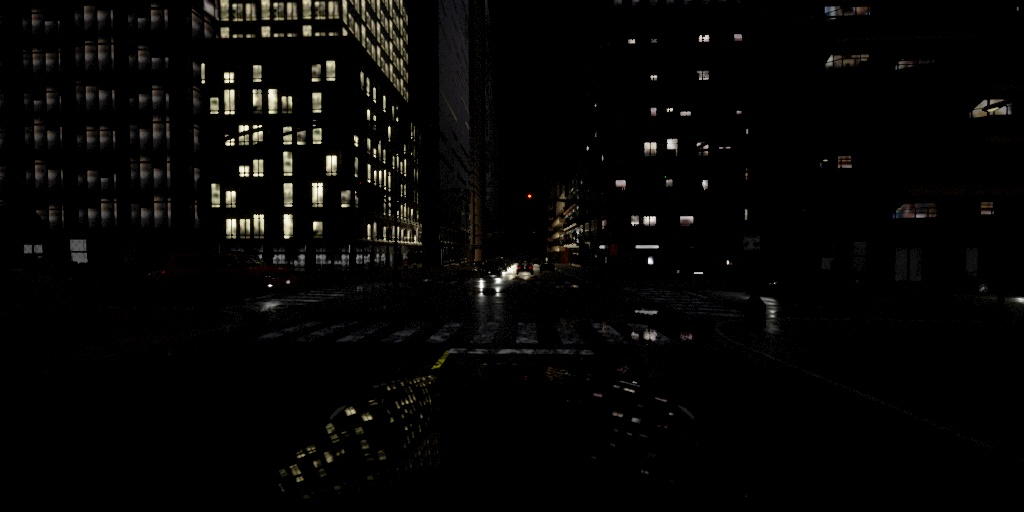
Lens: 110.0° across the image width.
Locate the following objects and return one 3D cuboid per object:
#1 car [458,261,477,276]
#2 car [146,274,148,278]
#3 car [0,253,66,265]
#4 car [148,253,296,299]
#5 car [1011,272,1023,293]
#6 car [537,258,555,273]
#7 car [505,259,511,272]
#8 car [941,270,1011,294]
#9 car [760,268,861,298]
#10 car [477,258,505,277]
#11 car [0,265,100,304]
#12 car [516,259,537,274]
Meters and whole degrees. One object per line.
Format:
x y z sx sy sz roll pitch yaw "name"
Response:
-4.478 1.266 36.910 1.751 1.417 4.829 0 0 2 "car"
-20.943 1.030 23.334 4.829 1.417 1.751 0 0 3 "car"
-32.875 0.713 23.960 5.009 1.841 2.192 0 0 3 "car"
-13.596 0.883 17.338 5.566 2.045 2.150 0 1 0 "car"
29.452 1.323 18.275 4.553 1.767 2.097 0 1 3 "car"
4.103 1.290 42.435 2.007 1.370 4.403 0 0 2 "car"
-1.583 1.303 45.221 1.994 1.385 4.181 0 0 3 "car"
28.044 1.461 20.951 4.507 1.381 1.888 0 0 3 "car"
15.530 1.382 18.975 4.674 1.442 1.812 1 1 4 "car"
-1.958 1.246 34.805 1.837 1.490 4.892 0 0 2 "car"
-19.858 1.205 14.957 4.403 1.370 2.007 0 0 3 "car"
1.440 1.287 40.420 2.033 1.411 5.357 0 0 2 "car"
